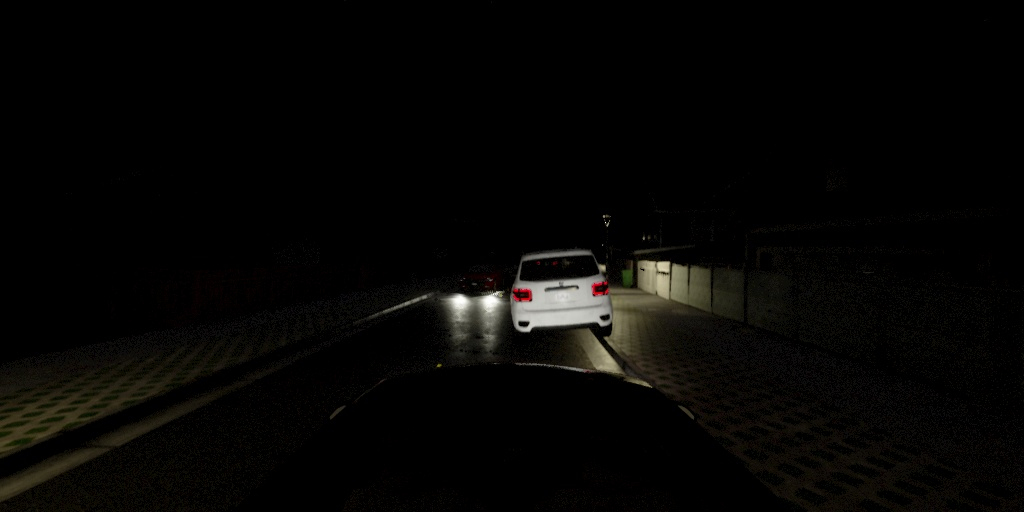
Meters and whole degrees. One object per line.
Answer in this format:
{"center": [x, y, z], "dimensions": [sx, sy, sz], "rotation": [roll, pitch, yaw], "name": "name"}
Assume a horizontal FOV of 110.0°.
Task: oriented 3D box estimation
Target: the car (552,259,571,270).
{"center": [6.845, 1.095, 48.949], "dimensions": [1.812, 1.442, 4.674], "rotation": [0, 0, 17], "name": "car"}

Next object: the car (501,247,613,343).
{"center": [1.135, 0.866, 9.642], "dimensions": [2.150, 2.045, 5.566], "rotation": [-5, 0, 3], "name": "car"}

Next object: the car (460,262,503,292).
{"center": [-1.610, 1.145, 20.624], "dimensions": [1.882, 1.535, 5.008], "rotation": [0, 0, 7], "name": "car"}

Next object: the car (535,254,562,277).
{"center": [3.756, 0.837, 35.860], "dimensions": [2.150, 2.045, 5.566], "rotation": [0, 1, 12], "name": "car"}
